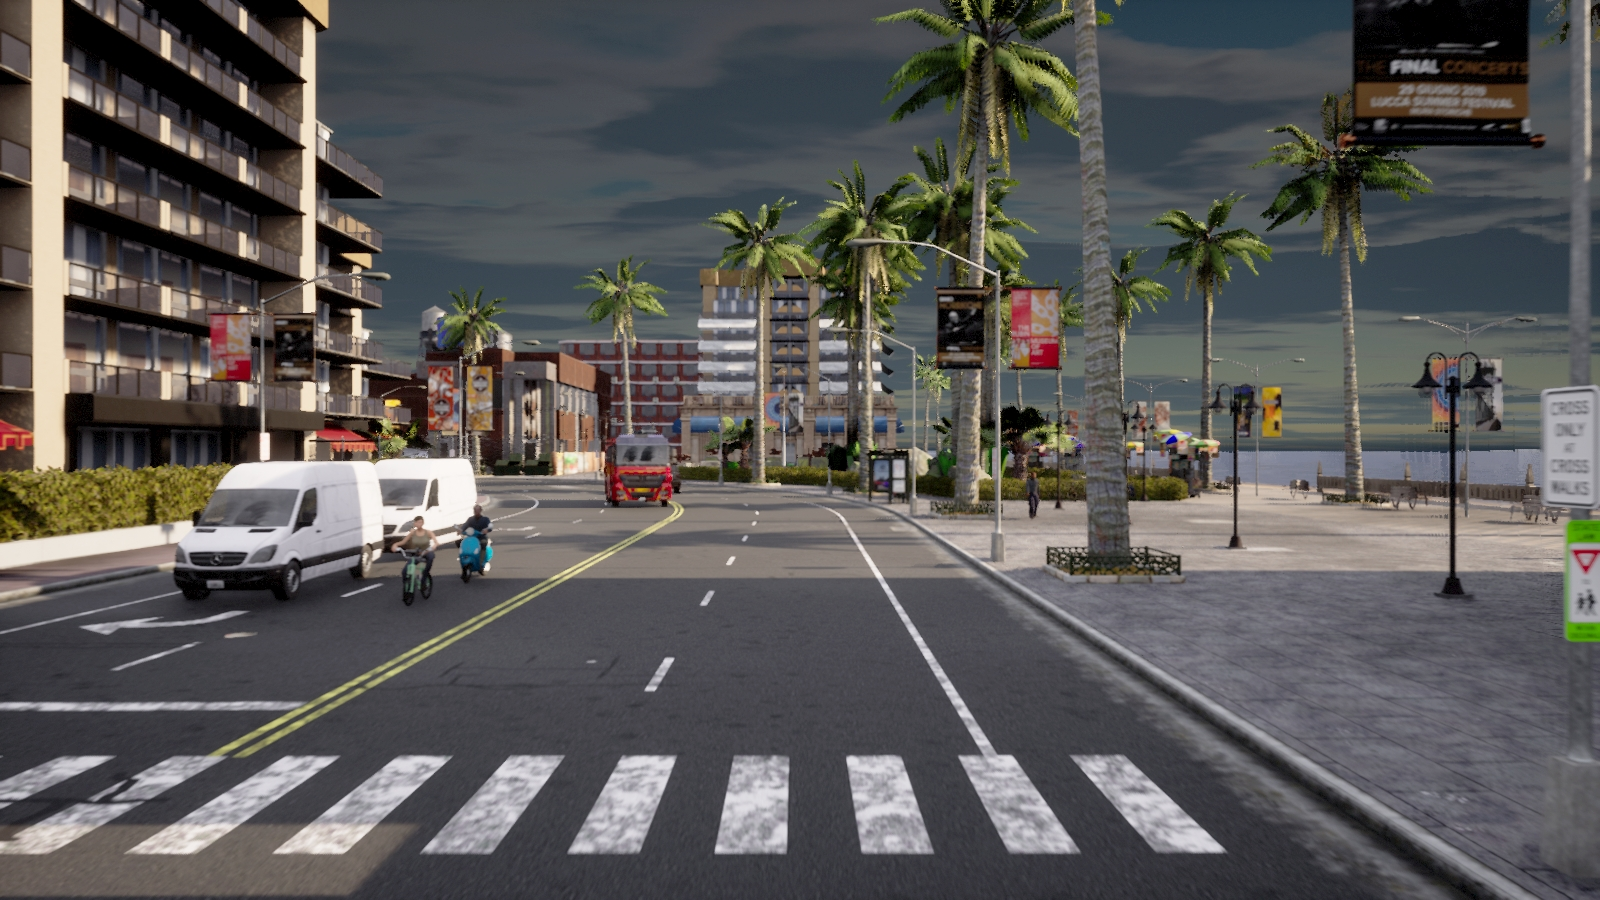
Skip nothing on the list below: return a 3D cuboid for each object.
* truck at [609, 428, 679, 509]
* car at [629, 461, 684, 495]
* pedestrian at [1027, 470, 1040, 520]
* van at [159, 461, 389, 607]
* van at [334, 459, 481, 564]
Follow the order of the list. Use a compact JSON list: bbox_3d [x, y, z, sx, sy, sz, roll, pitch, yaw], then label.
[{"bbox_3d":[-8.119,0.891,58.615,2.891,3.827,8.468,0,0,-12],"label":"truck"},{"bbox_3d":[-9.352,1.780,74.062,2.150,2.045,5.566,0,0,-22],"label":"car"},{"bbox_3d":[8.797,1.696,43.078,0.375,1.860,0.375,0,0,-7],"label":"pedestrian"},{"bbox_3d":[-10.494,1.534,23.442,1.988,2.561,5.915,0,0,0],"label":"van"},{"bbox_3d":[-10.500,1.534,31.102,1.988,2.561,5.915,0,0,0],"label":"van"}]
